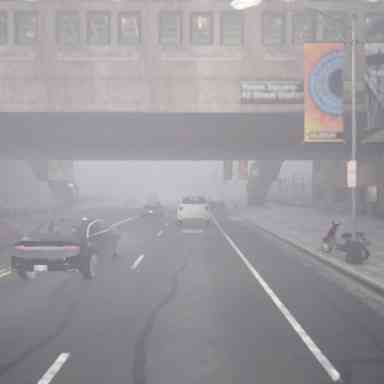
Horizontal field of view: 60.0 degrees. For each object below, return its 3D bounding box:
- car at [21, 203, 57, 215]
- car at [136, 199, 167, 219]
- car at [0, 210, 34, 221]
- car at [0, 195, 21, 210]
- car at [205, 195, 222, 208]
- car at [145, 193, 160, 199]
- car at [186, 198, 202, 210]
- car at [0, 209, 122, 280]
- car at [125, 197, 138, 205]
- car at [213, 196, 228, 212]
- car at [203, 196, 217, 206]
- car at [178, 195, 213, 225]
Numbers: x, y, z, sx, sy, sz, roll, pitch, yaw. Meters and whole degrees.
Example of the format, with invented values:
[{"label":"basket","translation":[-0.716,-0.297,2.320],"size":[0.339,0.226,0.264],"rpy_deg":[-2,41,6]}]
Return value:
[{"label":"car","translation":[-13.586,1.595,28.220],"size":[1.895,1.301,4.718],"rpy_deg":[0,0,0]},{"label":"car","translation":[-3.319,1.564,28.955],"size":[1.994,1.385,4.181],"rpy_deg":[0,0,1]},{"label":"car","translation":[-7.085,1.526,10.508],"size":[1.812,1.442,4.674],"rpy_deg":[0,0,0]},{"label":"car","translation":[-13.546,1.229,20.824],"size":[2.435,2.045,5.566],"rpy_deg":[0,0,0]},{"label":"car","translation":[3.194,1.355,50.213],"size":[2.185,1.767,4.553],"rpy_deg":[0,0,0]},{"label":"car","translation":[-6.841,1.211,57.673],"size":[2.150,2.045,5.566],"rpy_deg":[0,0,0]},{"label":"car","translation":[0.244,1.505,42.892],"size":[1.837,1.490,4.892],"rpy_deg":[0,0,0]},{"label":"car","translation":[-3.398,1.492,9.886],"size":[2.128,1.511,4.902],"rpy_deg":[0,0,0]},{"label":"car","translation":[-10.345,1.528,57.375],"size":[1.812,1.442,4.674],"rpy_deg":[0,0,0]},{"label":"car","translation":[3.152,1.482,39.437],"size":[2.231,1.521,4.892],"rpy_deg":[0,0,10]},{"label":"car","translation":[3.059,1.480,56.638],"size":[2.097,1.535,5.008],"rpy_deg":[0,0,0]},{"label":"car","translation":[0.130,1.222,24.053],"size":[2.150,2.045,5.566],"rpy_deg":[0,0,0]}]
